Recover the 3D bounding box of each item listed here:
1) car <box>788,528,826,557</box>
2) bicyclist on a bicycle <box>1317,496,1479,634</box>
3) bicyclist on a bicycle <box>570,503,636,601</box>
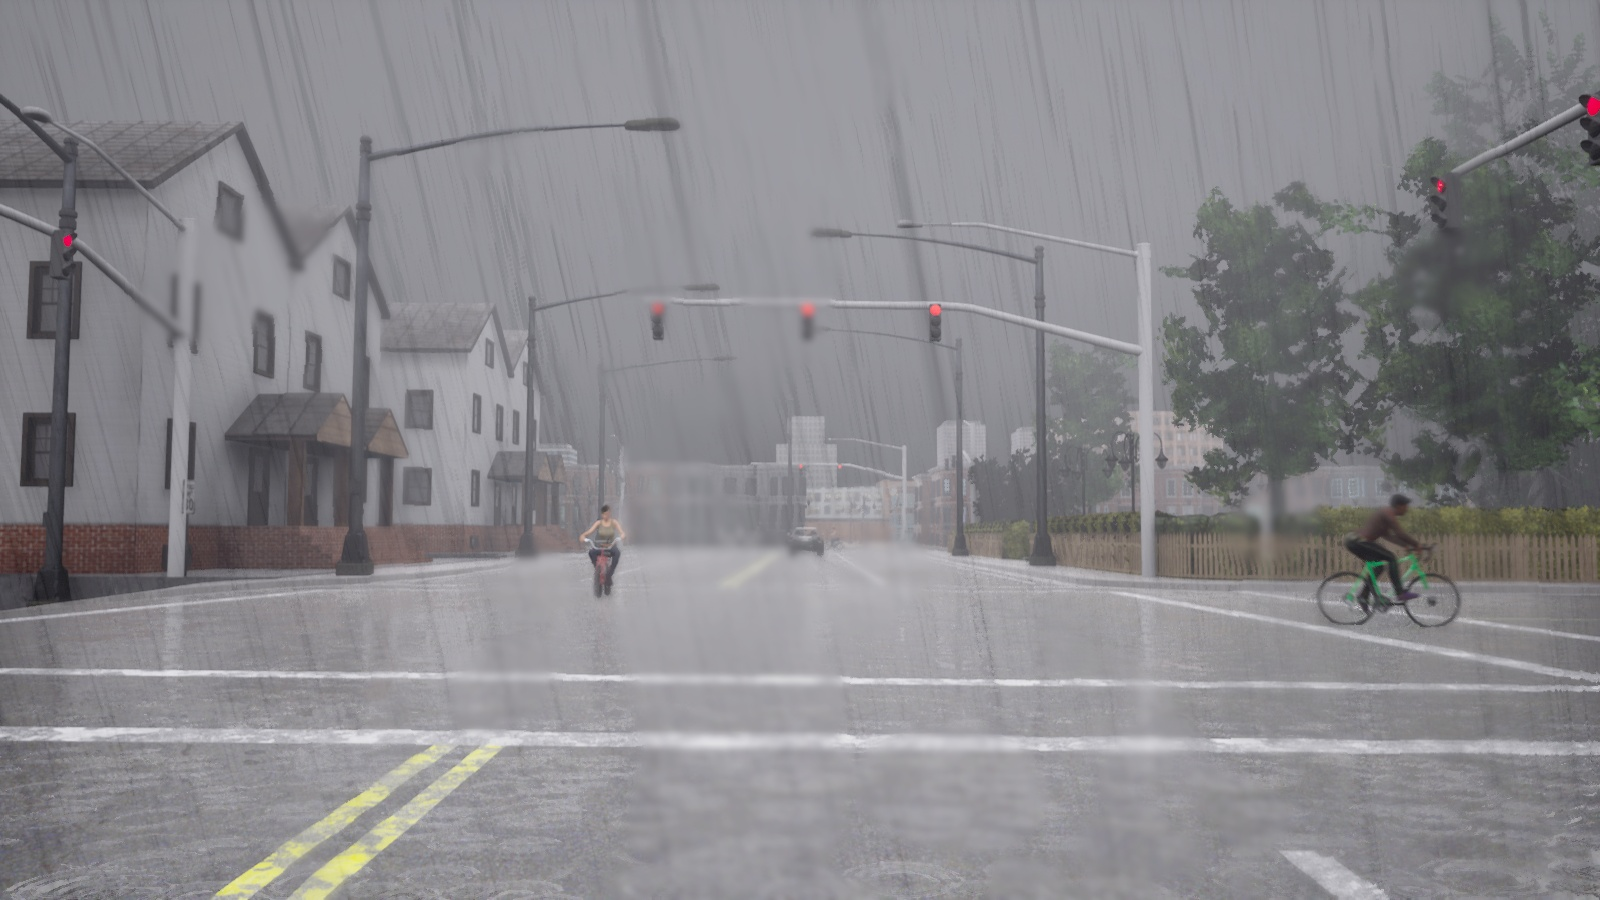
[{"bbox_3d":[0.379,4.929,67.128,1.970,1.475,3.806,0,-4,1],"label":"car"},{"bbox_3d":[7.287,1.394,15.366,1.656,1.620,0.582,0,-5,10],"label":"bicyclist on a bicycle"},{"bbox_3d":[-3.367,1.746,21.593,0.866,1.612,1.509,0,-4,0],"label":"bicyclist on a bicycle"}]
